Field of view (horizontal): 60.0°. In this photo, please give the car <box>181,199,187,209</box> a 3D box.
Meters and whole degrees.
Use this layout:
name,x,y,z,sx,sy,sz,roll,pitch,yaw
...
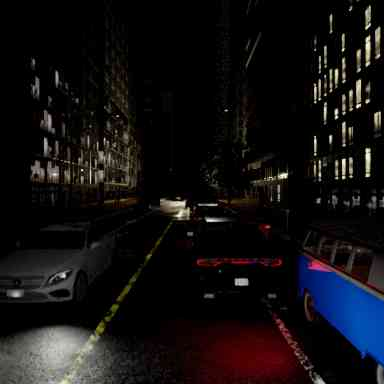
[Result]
name,x,y,z,sx,sy,sz,roll,pitch,yaw
car,-0.007,1.540,44.755,2.033,1.411,5.357,0,0,0

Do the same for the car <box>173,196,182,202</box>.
name,x,y,z,sx,sy,sz,roll,pitch,yaw
car,-3.013,1.501,71.696,2.033,1.411,5.357,0,0,0

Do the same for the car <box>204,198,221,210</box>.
name,x,y,z,sx,sy,sz,roll,pitch,yaw
car,2.683,1.544,44.325,2.008,1.369,4.403,0,0,0

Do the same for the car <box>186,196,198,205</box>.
name,x,y,z,sx,sy,sz,roll,pitch,yaw
car,-0.011,1.521,59.243,2.033,1.411,5.357,0,0,0

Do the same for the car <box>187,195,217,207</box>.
name,x,y,z,sx,sy,sz,roll,pitch,yaw
car,0.895,1.224,24.527,2.150,2.045,5.566,0,0,0

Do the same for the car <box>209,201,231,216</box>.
name,x,y,z,sx,sy,sz,roll,pitch,yaw
car,2.684,1.581,32.940,1.802,1.307,4.206,0,0,0

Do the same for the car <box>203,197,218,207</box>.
name,x,y,z,sx,sy,sz,roll,pitch,yaw
car,2.682,1.538,50.017,2.008,1.369,4.403,0,0,0

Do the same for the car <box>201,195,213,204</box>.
name,x,y,z,sx,sy,sz,roll,pitch,yaw
car,2.680,1.410,61.402,1.967,1.590,4.097,0,0,0

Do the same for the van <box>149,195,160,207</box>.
name,x,y,z,sx,sy,sz,roll,pitch,yaw
van,-5.699,1.328,50.020,1.690,1.788,3.998,0,0,0

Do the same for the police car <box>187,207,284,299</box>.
name,x,y,z,sx,sy,sz,roll,pitch,yaw
police car,0.898,1.425,8.606,1.930,1.638,5.238,0,0,0

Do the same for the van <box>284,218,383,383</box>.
name,x,y,z,sx,sy,sz,roll,pitch,yaw
van,2.689,1.341,4.478,1.690,1.788,3.998,0,0,0

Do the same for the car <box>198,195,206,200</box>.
name,x,y,z,sx,sy,sz,roll,pitch,yaw
car,2.676,1.463,89.865,1.887,1.381,4.507,0,0,0

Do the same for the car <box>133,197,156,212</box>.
name,x,y,z,sx,sy,sz,roll,pitch,yaw
car,-5.697,1.548,38.634,2.008,1.369,4.403,0,0,0

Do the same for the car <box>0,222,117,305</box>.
name,x,y,z,sx,sy,sz,roll,pitch,yaw
car,-3.103,1.525,8.188,1.812,1.442,4.674,0,0,0

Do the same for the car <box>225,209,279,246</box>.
name,x,y,z,sx,sy,sz,roll,pitch,yaw
car,2.687,1.581,15.862,1.802,1.307,4.206,0,0,0

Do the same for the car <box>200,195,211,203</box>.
name,x,y,z,sx,sy,sz,roll,pitch,yaw
car,2.679,1.401,67.094,1.967,1.590,4.097,0,0,0

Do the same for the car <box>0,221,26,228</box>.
name,x,y,z,sx,sy,sz,roll,pitch,yaw
car,-5.693,1.582,10.171,1.802,1.307,4.206,0,0,0

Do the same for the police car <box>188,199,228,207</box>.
name,x,y,z,sx,sy,sz,roll,pitch,yaw
police car,0.896,1.425,18.607,1.930,1.638,5.238,0,0,0
